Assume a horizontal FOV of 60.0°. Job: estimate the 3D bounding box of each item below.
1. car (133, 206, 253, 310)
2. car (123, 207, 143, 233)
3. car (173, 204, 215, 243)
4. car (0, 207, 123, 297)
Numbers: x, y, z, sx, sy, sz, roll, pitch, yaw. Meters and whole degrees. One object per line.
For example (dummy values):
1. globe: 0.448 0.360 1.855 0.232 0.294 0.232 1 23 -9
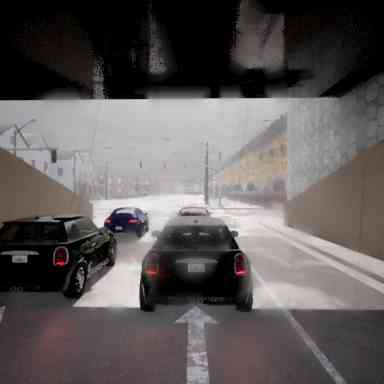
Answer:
1. car: 0.080 1.352 7.955 2.097 1.767 4.553 0 0 0
2. car: -3.411 1.525 17.769 1.812 1.442 4.674 0 0 0
3. car: 0.089 1.477 17.223 1.882 1.535 5.008 0 0 0
4. car: -3.414 1.352 8.718 2.097 1.767 4.553 0 0 0
